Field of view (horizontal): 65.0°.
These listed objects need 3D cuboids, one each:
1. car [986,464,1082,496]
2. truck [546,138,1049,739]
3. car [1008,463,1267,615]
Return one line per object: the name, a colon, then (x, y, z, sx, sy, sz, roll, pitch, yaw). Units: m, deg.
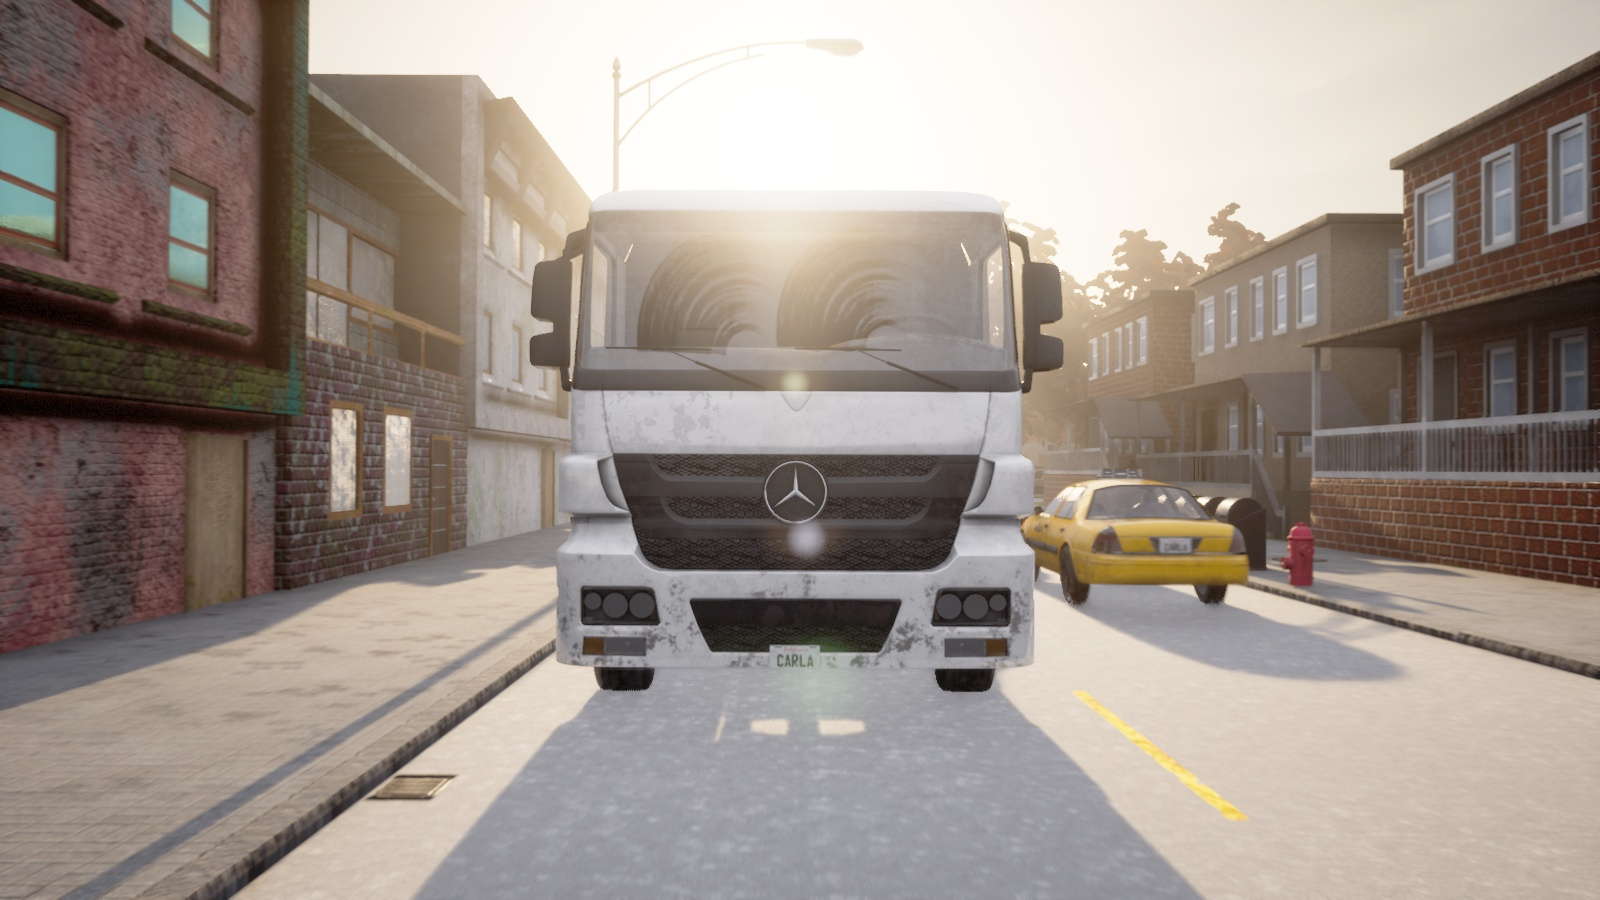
car: (12.408, 1.603, 66.756, 4.611, 1.667, 2.242, 0, -1, -3)
truck: (-0.029, -0.001, 11.222, 2.891, 3.462, 7.936, 0, -1, 0)
car: (3.963, 0.970, 15.786, 1.801, 1.575, 5.366, 0, -1, 0)
